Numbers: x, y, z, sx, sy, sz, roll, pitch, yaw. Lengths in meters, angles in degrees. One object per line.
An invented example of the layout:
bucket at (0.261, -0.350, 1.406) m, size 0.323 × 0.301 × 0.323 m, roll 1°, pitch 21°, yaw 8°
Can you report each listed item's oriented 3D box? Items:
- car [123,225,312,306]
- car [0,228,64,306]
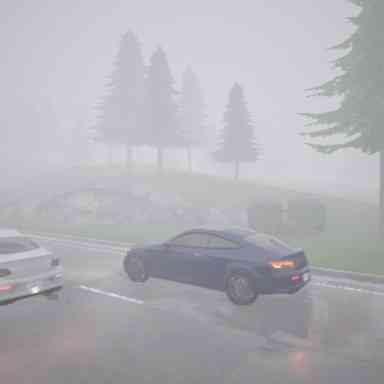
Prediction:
car at (0.417, 1.526, 7.994) m, size 4.674 × 1.442 × 1.812 m, roll 0°, pitch 0°, yaw 35°
car at (-4.717, 1.525, 7.356) m, size 4.674 × 1.442 × 1.812 m, roll 0°, pitch 0°, yaw 35°
